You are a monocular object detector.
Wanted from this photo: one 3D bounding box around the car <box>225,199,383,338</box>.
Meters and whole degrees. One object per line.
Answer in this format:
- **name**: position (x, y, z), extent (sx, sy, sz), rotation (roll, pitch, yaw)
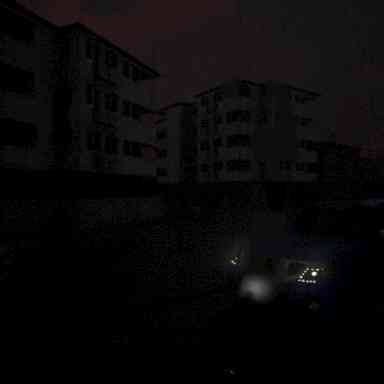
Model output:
- **car**: position (3.272, 1.180, 6.915), extent (5.566, 2.045, 2.150), rotation (0, 0, -35)
